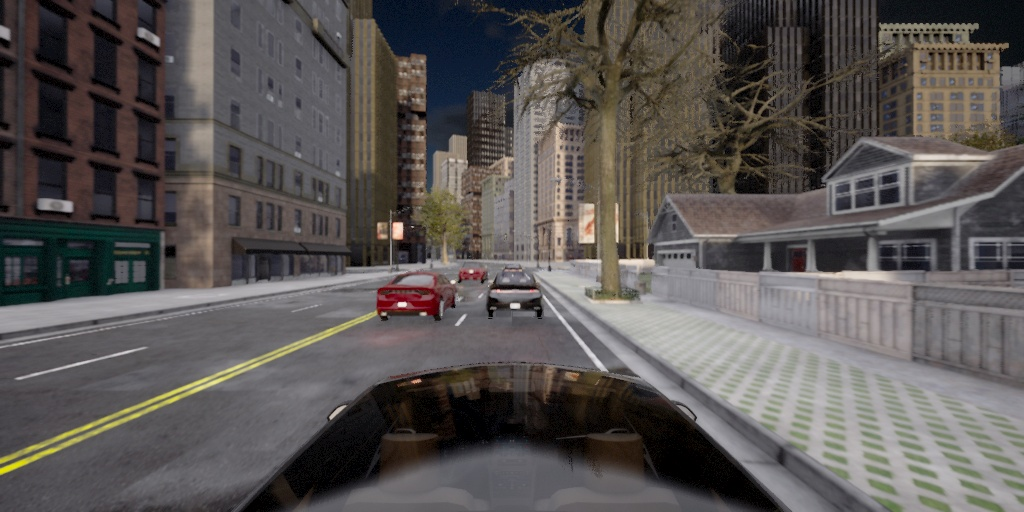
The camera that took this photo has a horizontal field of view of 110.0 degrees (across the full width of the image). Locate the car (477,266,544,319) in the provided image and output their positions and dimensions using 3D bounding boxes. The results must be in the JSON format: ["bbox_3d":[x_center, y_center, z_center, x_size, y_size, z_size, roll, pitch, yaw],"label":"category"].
[{"bbox_3d":[0.098,1.304,13.214,2.128,1.511,4.902,0,0,0],"label":"car"}]

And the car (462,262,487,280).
[{"bbox_3d":[-3.156,1.240,29.824,2.097,1.767,4.553,0,0,0],"label":"car"}]

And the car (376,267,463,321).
[{"bbox_3d":[-3.152,1.288,12.790,1.882,1.535,5.008,0,-1,0],"label":"car"}]

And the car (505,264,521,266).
[{"bbox_3d":[0.094,1.382,30.613,2.128,1.511,4.902,0,0,0],"label":"car"}]
